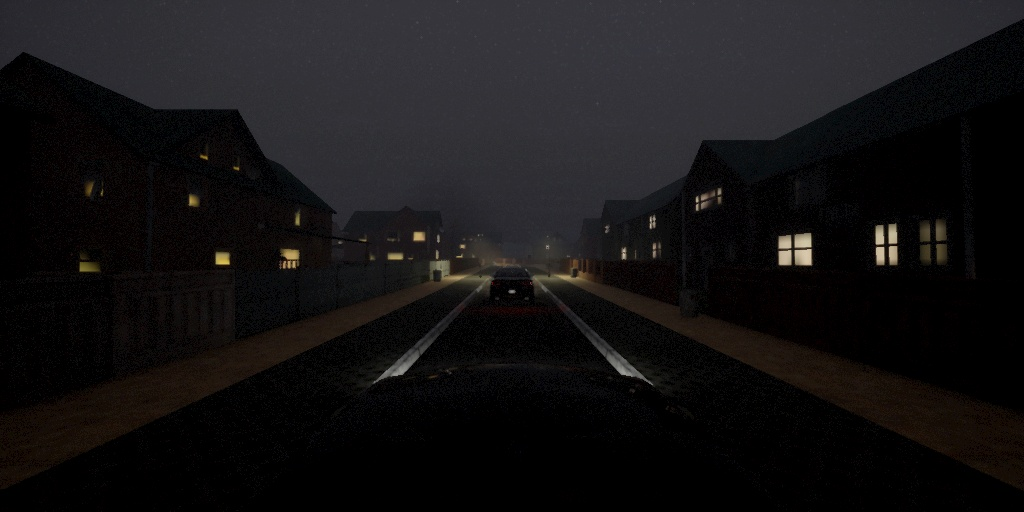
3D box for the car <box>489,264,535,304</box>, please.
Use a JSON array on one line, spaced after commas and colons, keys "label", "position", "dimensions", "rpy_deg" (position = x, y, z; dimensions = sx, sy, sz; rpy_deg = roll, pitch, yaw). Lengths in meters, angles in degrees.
[{"label": "car", "position": [0.000, 1.240, 16.504], "dimensions": [1.882, 1.535, 5.008], "rpy_deg": [0, 0, 0]}]
